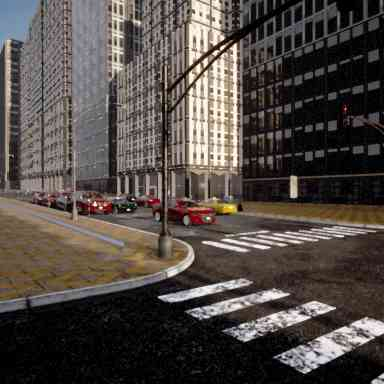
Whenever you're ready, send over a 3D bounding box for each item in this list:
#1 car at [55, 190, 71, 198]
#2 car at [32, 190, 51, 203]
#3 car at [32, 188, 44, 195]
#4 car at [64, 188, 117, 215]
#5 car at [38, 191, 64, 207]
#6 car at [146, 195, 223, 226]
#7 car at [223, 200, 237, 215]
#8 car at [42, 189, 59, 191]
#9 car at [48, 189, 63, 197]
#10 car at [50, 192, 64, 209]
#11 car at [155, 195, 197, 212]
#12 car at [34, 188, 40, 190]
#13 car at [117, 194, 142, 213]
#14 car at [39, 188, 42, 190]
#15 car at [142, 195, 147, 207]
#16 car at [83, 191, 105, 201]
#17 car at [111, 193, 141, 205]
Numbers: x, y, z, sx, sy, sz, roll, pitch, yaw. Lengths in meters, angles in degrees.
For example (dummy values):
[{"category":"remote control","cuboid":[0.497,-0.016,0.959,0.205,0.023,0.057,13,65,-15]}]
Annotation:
[{"category":"car","cuboid":[-24.914,0.289,64.068,1.752,1.417,4.829,1,0,-36]},{"category":"car","cuboid":[-18.323,0.793,40.826,1.802,1.307,4.206,1,0,-36]},{"category":"car","cuboid":[-38.065,-0.208,82.086,1.967,1.590,4.097,1,0,-36]},{"category":"car","cuboid":[-8.378,0.841,27.209,2.192,1.841,5.009,1,0,-36]},{"category":"car","cuboid":[-15.009,0.861,36.287,1.887,1.381,4.507,1,0,-36]},{"category":"car","cuboid":[-0.599,1.177,20.908,1.882,1.535,5.008,0,1,-38]},{"category":"car","cuboid":[1.662,1.127,27.811,1.752,1.417,4.829,1,0,-36]},{"category":"car","cuboid":[-25.091,0.380,59.870,2.033,1.411,5.357,0,1,-34]},{"category":"car","cuboid":[-28.127,0.214,68.469,2.008,1.369,4.403,1,0,-36]},{"category":"car","cuboid":[-11.697,0.987,31.749,1.947,1.339,4.313,1,0,-36]},{"category":"car","cuboid":[-1.620,1.066,32.158,1.947,1.339,4.313,1,0,-36]},{"category":"car","cuboid":[-34.752,-0.104,77.547,1.967,1.590,4.097,1,0,-36]},{"category":"car","cuboid":[-6.512,1.112,29.018,1.895,1.301,4.718,0,1,-36]},{"category":"car","cuboid":[-31.441,0.104,73.009,1.887,1.381,4.507,1,0,-36]},{"category":"car","cuboid":[-4.934,0.977,36.697,1.802,1.307,4.206,1,0,-36]},{"category":"car","cuboid":[-14.874,0.646,50.314,1.947,1.339,4.313,1,0,-36]},{"category":"car","cuboid":[-8.248,0.856,41.236,1.947,1.339,4.313,1,0,-36]}]
